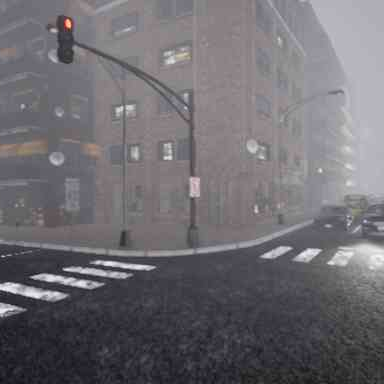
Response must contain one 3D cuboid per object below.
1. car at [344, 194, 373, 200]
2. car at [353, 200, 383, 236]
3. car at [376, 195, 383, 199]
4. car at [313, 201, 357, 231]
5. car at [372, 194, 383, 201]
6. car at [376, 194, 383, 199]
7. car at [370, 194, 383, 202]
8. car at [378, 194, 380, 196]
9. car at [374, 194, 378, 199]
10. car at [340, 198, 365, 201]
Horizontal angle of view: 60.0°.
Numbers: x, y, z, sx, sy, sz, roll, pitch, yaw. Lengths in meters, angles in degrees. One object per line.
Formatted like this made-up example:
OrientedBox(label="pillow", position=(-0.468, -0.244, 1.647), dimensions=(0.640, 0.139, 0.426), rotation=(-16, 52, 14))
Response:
OrientedBox(label="car", position=(14.400, 1.125, 29.458), dimensions=(2.192, 1.841, 5.009), rotation=(0, 0, 31))
OrientedBox(label="car", position=(9.870, 1.359, 17.068), dimensions=(2.128, 1.511, 4.902), rotation=(0, 0, 32))
OrientedBox(label="car", position=(19.930, 1.330, 33.511), dimensions=(1.994, 1.385, 4.181), rotation=(0, 0, 31))
OrientedBox(label="car", position=(8.473, 1.436, 19.762), dimensions=(1.947, 1.339, 4.313), rotation=(0, 0, 31))
OrientedBox(label="car", position=(38.118, 1.135, 68.240), dimensions=(2.008, 1.369, 4.403), rotation=(0, 0, 31))
OrientedBox(label="car", position=(47.012, 1.070, 82.783), dimensions=(1.947, 1.339, 4.313), rotation=(-1, 0, 31))
OrientedBox(label="car", position=(35.153, 1.162, 63.392), dimensions=(2.008, 1.369, 4.403), rotation=(0, 0, 31))
OrientedBox(label="car", position=(26.260, 1.134, 48.849), dimensions=(1.967, 1.590, 4.097), rotation=(0, 0, 31))
OrientedBox(label="car", position=(20.330, 1.191, 39.154), dimensions=(1.967, 1.590, 4.097), rotation=(0, 0, 31))
OrientedBox(label="car", position=(11.348, 1.366, 24.465), dimensions=(1.752, 1.417, 4.829), rotation=(0, 0, 31))
